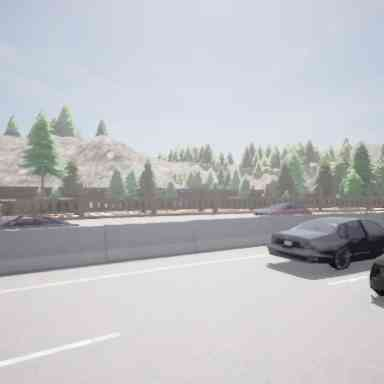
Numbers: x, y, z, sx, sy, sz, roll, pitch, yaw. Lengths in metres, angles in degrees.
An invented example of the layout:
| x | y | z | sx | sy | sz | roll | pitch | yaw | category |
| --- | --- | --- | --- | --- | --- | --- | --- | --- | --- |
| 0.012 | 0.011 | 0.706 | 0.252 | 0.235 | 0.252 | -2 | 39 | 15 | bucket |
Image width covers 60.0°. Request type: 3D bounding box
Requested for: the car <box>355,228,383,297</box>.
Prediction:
| x | y | z | sx | sy | sz | roll | pitch | yaw | category |
| --- | --- | --- | --- | --- | --- | --- | --- | --- | --- |
| 5.741 | 1.532 | 7.031 | 4.181 | 1.385 | 1.994 | 0 | 0 | -29 | car |

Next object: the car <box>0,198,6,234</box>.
| x | y | z | sx | sy | sz | roll | pitch | yaw | category |
| --- | --- | --- | --- | --- | --- | --- | --- | --- | --- |
| -12.033 | 1.258 | 16.689 | 4.553 | 1.767 | 2.097 | 0 | 0 | -35 | car |

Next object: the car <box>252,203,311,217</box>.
| x | y | z | sx | sy | sz | roll | pitch | yaw | category |
| --- | --- | --- | --- | --- | --- | --- | --- | --- | --- |
| 6.297 | 1.483 | 23.177 | 4.181 | 1.385 | 1.994 | 0 | 0 | -24 | car |

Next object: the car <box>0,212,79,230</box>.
| x | y | z | sx | sy | sz | roll | pitch | yaw | category |
| --- | --- | --- | --- | --- | --- | --- | --- | --- | --- |
| -6.252 | 1.500 | 12.192 | 4.181 | 1.385 | 1.994 | 0 | 0 | -33 | car |

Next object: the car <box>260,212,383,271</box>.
| x | y | z | sx | sy | sz | roll | pitch | yaw | category |
| --- | --- | --- | --- | --- | --- | --- | --- | --- | --- |
| 4.946 | 1.501 | 10.670 | 5.357 | 1.411 | 2.033 | 0 | 0 | -28 | car |
